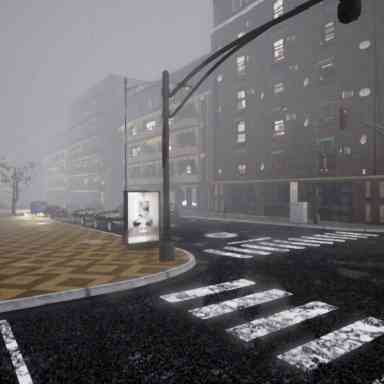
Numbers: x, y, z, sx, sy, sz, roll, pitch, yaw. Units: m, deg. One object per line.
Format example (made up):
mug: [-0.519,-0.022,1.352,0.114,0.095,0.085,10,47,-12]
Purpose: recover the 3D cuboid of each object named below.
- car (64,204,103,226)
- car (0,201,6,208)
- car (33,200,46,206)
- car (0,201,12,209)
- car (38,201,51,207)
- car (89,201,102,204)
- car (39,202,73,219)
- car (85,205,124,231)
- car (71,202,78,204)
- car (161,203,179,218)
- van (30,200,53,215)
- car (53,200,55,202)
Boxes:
car: [-8.761,1.969,27.673,2.008,1.369,4.403,-2,0,-36]
car: [-44.561,2.862,77.386,1.887,1.381,4.507,-2,0,-36]
car: [-37.771,2.797,82.297,1.887,1.381,4.507,-2,0,-36]
car: [-38.033,2.703,68.361,2.008,1.369,4.403,-2,0,-36]
car: [-34.506,2.736,77.784,1.947,1.339,4.313,-2,0,-36]
car: [-14.922,2.118,50.713,1.967,1.590,4.097,-2,0,-36]
car: [-14.837,2.115,36.150,1.887,1.381,4.507,-2,0,-36]
car: [-5.497,1.888,23.160,2.008,1.369,4.403,-2,0,-36]
car: [-21.450,2.424,59.735,1.802,1.307,4.206,-2,0,-36]
car: [-3.075,1.824,34.548,1.967,1.590,4.097,-2,0,-36]
van: [-19.755,2.035,43.038,1.690,1.788,3.998,-2,0,-36]
car: [-31.246,2.528,73.272,1.967,1.590,4.097,-2,0,-36]
